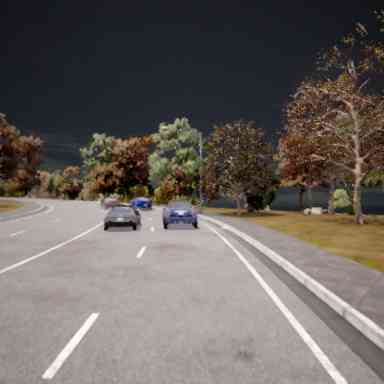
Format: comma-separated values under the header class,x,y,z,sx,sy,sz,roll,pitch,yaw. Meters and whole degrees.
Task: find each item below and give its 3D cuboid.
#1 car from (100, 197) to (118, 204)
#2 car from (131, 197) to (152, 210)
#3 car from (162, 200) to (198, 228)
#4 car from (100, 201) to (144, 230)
class,x,y,z,sx,sy,sz,roll,pitch,yaw
car,-10.145,1.360,41.232,1.812,1.442,4.674,1,0,-25
car,-6.513,1.388,41.682,1.882,1.535,5.008,1,0,-24
car,-0.891,1.300,21.857,2.097,1.767,4.553,0,0,-6
car,-4.259,1.494,20.713,1.994,1.385,4.181,0,0,-6
